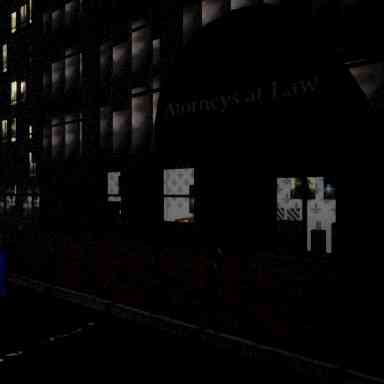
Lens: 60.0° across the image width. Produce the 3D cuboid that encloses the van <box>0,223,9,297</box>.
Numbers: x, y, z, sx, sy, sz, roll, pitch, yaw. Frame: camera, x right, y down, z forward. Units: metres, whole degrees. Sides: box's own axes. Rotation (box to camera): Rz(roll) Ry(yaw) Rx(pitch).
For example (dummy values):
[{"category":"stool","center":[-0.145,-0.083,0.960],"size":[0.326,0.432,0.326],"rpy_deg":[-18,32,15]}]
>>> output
[{"category":"van","center":[-5.363,1.341,6.694],"size":[3.998,1.788,1.690],"rpy_deg":[0,0,35]}]
